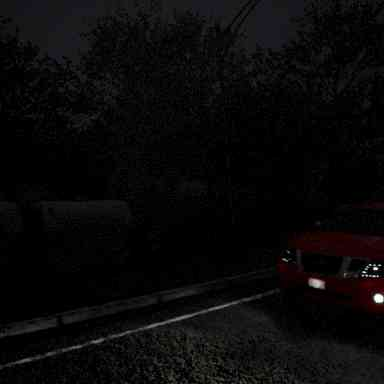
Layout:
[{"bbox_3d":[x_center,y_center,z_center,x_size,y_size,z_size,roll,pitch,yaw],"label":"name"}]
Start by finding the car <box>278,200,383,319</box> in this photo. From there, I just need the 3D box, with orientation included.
[{"bbox_3d":[4.286,1.224,7.469,5.566,2.045,2.150,0,0,-39],"label":"car"}]
